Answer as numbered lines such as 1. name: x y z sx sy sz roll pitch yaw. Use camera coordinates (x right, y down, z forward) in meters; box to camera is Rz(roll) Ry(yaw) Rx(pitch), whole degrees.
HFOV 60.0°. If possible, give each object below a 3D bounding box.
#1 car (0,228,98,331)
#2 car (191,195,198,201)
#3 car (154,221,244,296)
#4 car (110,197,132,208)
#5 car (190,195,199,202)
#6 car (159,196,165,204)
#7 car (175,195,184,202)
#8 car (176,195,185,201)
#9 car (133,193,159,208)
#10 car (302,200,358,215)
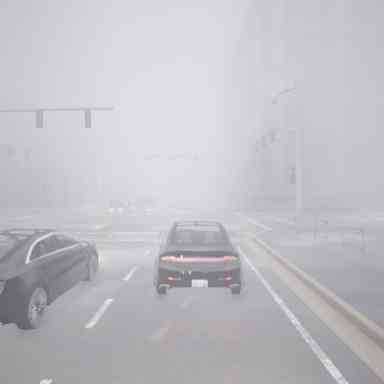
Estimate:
1. car: -3.395 1.492 6.841 2.128 1.511 4.902 0 0 1
2. car: 0.611 1.461 85.379 1.882 1.535 5.008 0 0 0
3. car: 0.137 1.492 8.650 2.128 1.511 4.902 0 0 0
4. car: -10.262 1.564 47.074 1.994 1.385 4.181 0 0 0
5. car: 0.546 1.593 76.334 1.895 1.301 4.718 0 0 0
6. car: -6.648 1.491 59.606 2.128 1.511 4.902 0 0 1
7. car: -2.959 1.497 75.701 1.837 1.490 4.892 0 0 0
8. car: -2.889 1.523 85.404 2.033 1.411 5.357 0 0 0
9. car: -6.735 1.221 49.393 2.150 2.045 5.566 0 0 2
10. car: 13.447 1.492 32.892 5.357 1.411 2.033 0 0 0
